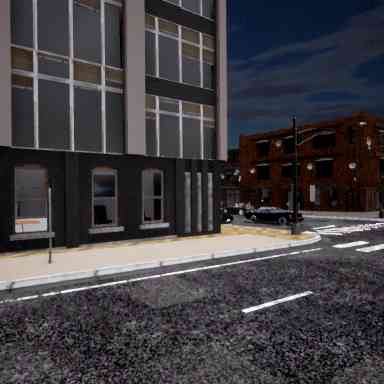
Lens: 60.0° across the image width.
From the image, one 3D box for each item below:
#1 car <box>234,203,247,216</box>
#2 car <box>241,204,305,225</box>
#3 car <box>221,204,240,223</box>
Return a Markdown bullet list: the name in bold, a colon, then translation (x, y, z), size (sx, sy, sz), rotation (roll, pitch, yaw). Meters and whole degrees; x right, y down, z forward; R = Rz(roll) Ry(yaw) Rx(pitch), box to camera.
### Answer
- **car**: translation (5.263, 1.920, 38.109), size (2.008, 1.369, 4.403), rotation (-2, 0, -37)
- **car**: translation (6.517, 1.872, 26.550), size (1.895, 1.301, 4.718), rotation (-1, 0, -37)
- **car**: translation (1.636, 1.935, 28.516), size (1.947, 1.339, 4.313), rotation (-2, 0, -37)
